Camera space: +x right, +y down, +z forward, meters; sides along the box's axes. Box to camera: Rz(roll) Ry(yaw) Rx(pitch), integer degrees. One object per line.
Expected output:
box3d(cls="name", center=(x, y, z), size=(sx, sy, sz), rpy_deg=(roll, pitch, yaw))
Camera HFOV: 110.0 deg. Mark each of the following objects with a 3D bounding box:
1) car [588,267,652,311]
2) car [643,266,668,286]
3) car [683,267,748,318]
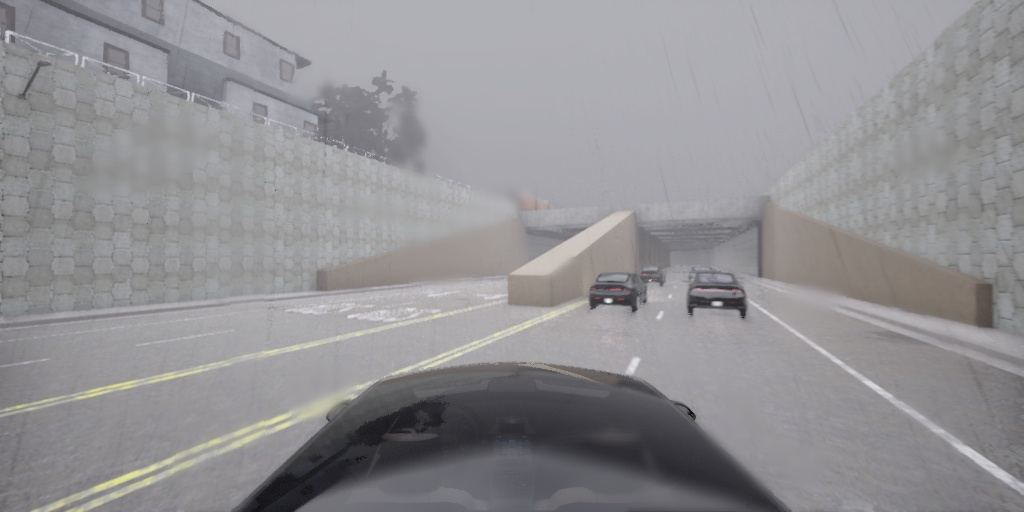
box3d(cls="car", center=(4.658, 1.403, 15.435), size=(1.837, 1.490, 4.892), rpy_deg=(0, 0, 27))
box3d(cls="car", center=(11.306, 1.543, 28.872), size=(1.837, 1.490, 4.892), rpy_deg=(0, 0, 27))
box3d(cls="car", center=(7.792, 1.368, 13.879), size=(2.128, 1.511, 4.902), rpy_deg=(0, -1, 27))
